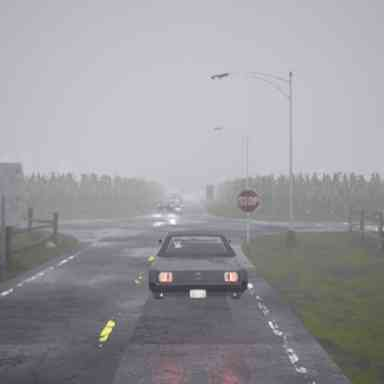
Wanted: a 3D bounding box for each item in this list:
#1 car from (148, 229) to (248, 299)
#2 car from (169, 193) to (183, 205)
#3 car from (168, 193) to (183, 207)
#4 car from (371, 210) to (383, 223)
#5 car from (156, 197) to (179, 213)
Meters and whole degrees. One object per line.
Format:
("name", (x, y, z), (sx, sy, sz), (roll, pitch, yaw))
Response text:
("car", (0.073, 1.594, 8.377), (1.895, 1.301, 4.718), (0, 0, -1))
("car", (-2.793, 1.143, 59.437), (2.150, 2.045, 5.566), (0, 0, 1))
("car", (-2.821, 1.294, 48.327), (2.097, 1.767, 4.553), (0, 0, 0))
("car", (15.250, 1.665, 23.949), (4.181, 1.385, 1.994), (0, -1, 0))
("car", (-2.847, 1.560, 36.996), (1.895, 1.301, 4.718), (0, 0, 1))
